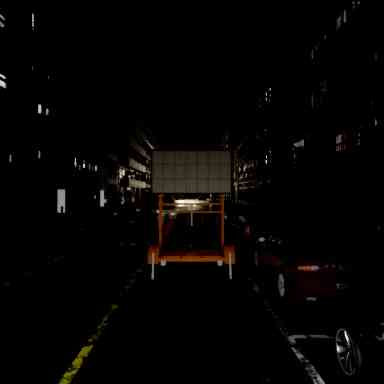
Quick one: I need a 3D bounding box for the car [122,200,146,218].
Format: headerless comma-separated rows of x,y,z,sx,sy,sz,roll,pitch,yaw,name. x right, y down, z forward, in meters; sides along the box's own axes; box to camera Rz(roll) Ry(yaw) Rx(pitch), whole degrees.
-5.721,1.521,30.520,1.752,1.417,4.829,0,0,0,car

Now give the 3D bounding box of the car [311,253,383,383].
2.690,1.566,2.514,1.947,1.339,4.313,0,0,0,car

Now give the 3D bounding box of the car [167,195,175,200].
-5.789,1.510,92.692,1.887,1.381,4.507,0,0,0,car

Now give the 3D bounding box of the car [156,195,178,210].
-3.144,1.517,42.583,1.812,1.442,4.674,0,0,0,car

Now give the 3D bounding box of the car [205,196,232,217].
2.661,1.310,30.696,2.192,1.841,5.009,0,0,0,car

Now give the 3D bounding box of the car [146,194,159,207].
-5.740,1.429,47.601,1.967,1.590,4.097,0,0,0,car

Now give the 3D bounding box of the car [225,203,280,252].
2.678,1.439,13.788,1.967,1.590,4.097,0,0,0,car

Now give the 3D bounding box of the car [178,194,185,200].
-3.097,1.321,89.945,2.097,1.767,4.553,0,0,0,car

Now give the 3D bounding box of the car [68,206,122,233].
-5.709,1.564,19.417,1.947,1.339,4.313,0,0,0,car

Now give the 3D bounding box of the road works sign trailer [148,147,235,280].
-0.009,0.464,9.917,2.380,3.560,2.880,0,0,0,road works sign trailer

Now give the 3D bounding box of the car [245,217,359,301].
2.684,1.545,8.151,1.887,1.381,4.507,0,0,0,car

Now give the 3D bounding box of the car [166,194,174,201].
-5.783,1.409,87.054,1.967,1.590,4.097,0,0,0,car

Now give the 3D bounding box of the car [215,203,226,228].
2.672,1.549,19.423,2.008,1.369,4.403,0,0,0,car

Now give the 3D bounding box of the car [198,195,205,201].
2.603,1.497,81.594,1.752,1.417,4.829,0,0,0,car

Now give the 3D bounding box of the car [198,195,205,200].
2.591,1.510,92.696,1.887,1.381,4.507,0,0,0,car
